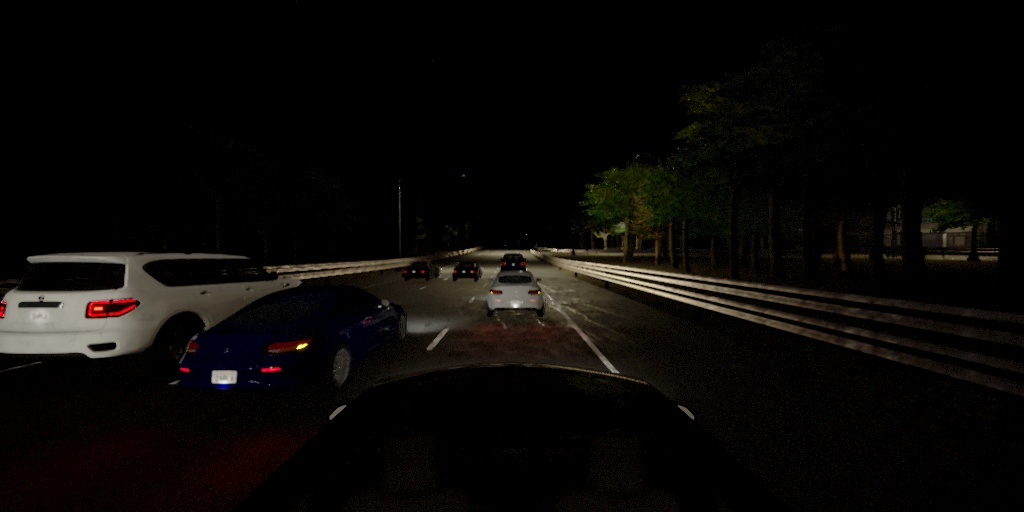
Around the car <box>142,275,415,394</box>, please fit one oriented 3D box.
[{"bbox_3d":[-3.389,1.253,6.539,1.812,1.442,4.674,0,0,0],"label":"car"}]

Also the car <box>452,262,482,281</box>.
[{"bbox_3d":[-3.389,1.147,27.663,2.033,1.411,5.357,0,0,0],"label":"car"}]

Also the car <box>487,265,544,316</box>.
[{"bbox_3d":[0.103,1.219,12.928,1.812,1.442,4.674,0,0,0],"label":"car"}]

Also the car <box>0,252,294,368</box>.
[{"bbox_3d":[-6.898,0.942,7.925,2.150,2.045,5.566,0,0,0],"label":"car"}]

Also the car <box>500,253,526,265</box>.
[{"bbox_3d":[0.109,0.781,32.150,2.150,2.045,5.566,0,1,0],"label":"car"}]

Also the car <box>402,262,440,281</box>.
[{"bbox_3d":[-6.895,1.147,27.658,2.033,1.411,5.357,0,0,0],"label":"car"}]
